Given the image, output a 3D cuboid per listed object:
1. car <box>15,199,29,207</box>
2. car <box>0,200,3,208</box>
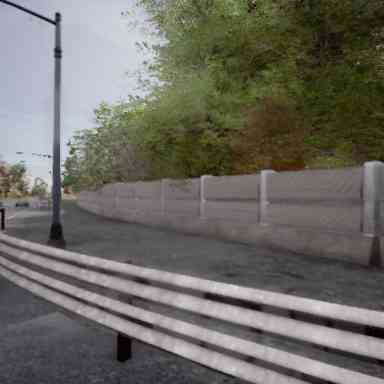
[{"bbox_3d":[-31.072,2.017,60.862,1.994,1.385,4.181,1,-1,-22],"label":"car"},{"bbox_3d":[-32.586,1.917,55.193,1.812,1.442,4.674,1,-1,-21],"label":"car"}]
